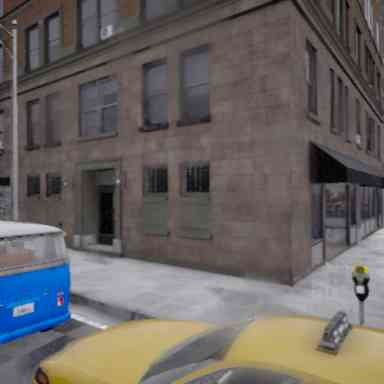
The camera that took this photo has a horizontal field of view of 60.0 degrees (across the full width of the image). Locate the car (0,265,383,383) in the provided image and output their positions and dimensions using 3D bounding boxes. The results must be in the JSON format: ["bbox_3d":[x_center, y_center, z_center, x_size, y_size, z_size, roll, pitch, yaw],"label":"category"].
[{"bbox_3d":[0.723,1.525,2.341,4.829,1.417,1.752,0,-1,36],"label":"car"}]

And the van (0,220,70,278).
[{"bbox_3d":[-3.757,1.342,5.538,3.998,1.788,1.690,0,-1,36],"label":"van"}]
